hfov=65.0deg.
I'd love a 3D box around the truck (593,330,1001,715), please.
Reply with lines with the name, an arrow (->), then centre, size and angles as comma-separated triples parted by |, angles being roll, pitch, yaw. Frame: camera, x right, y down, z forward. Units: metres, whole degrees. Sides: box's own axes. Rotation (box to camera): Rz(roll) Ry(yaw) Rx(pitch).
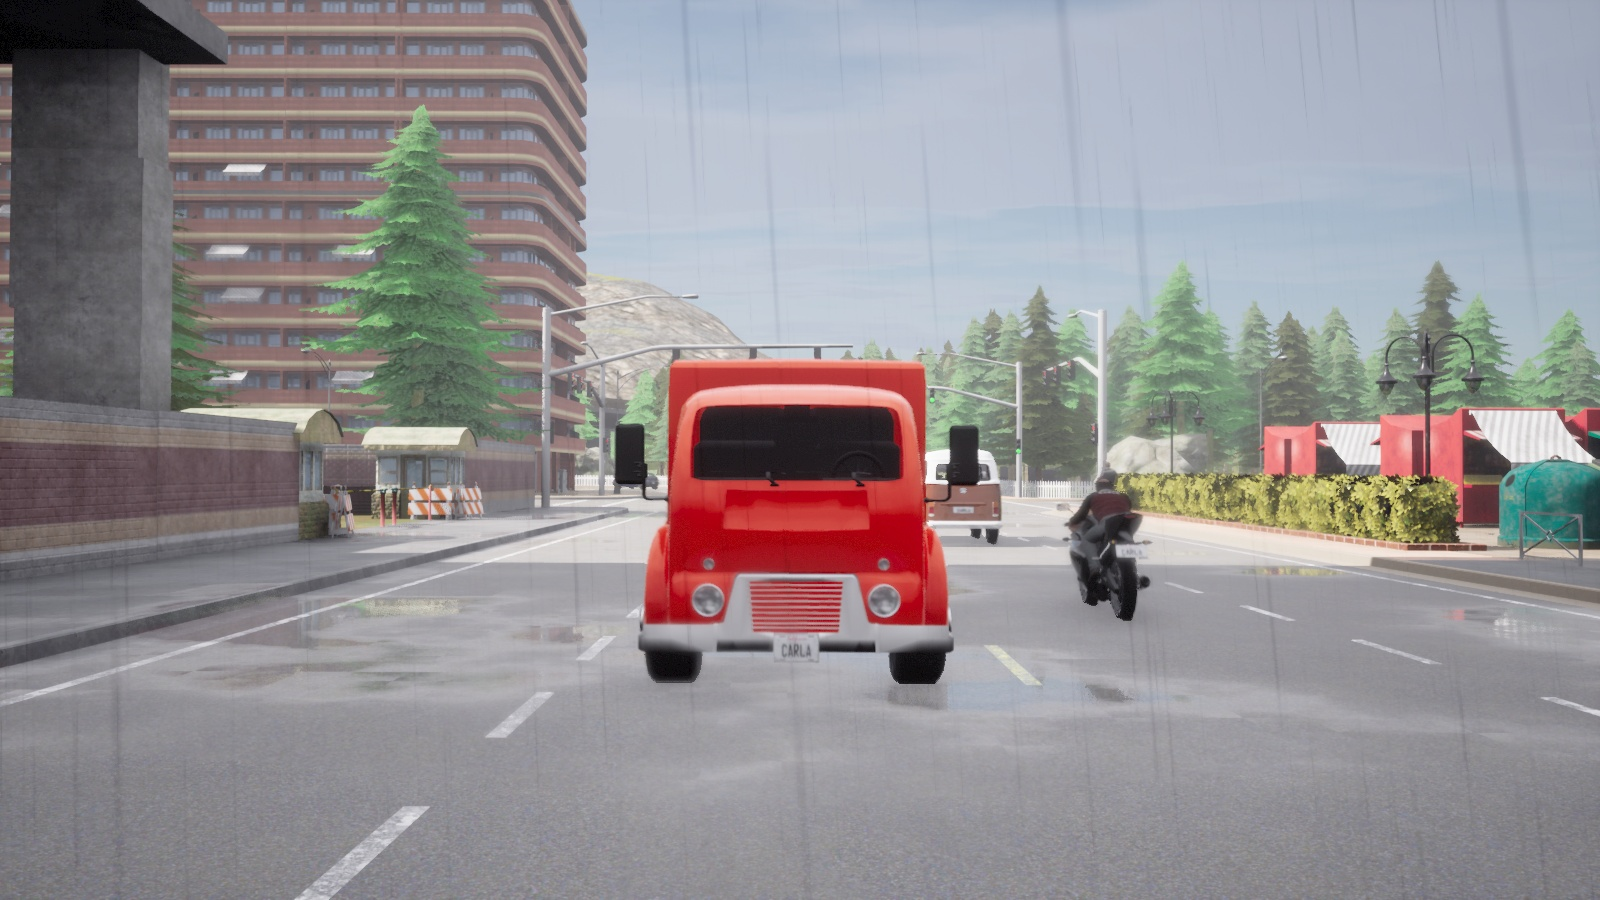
truck -> -0.027, 0.508, 10.707 | 2.627, 2.467, 5.204 | 0, -1, 0

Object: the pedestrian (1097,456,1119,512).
pedestrian -> 10.364, 1.136, 42.246 | 0.563, 1.883, 0.849 | 0, -1, 3

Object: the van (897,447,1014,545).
van -> 3.432, 1.004, 28.578 | 2.069, 2.038, 4.480 | 0, -1, 0

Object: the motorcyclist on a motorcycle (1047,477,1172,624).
motorcyclist on a motorcycle -> 3.467, 1.075, 14.277 | 0.866, 1.530, 2.191 | 0, -1, 0
